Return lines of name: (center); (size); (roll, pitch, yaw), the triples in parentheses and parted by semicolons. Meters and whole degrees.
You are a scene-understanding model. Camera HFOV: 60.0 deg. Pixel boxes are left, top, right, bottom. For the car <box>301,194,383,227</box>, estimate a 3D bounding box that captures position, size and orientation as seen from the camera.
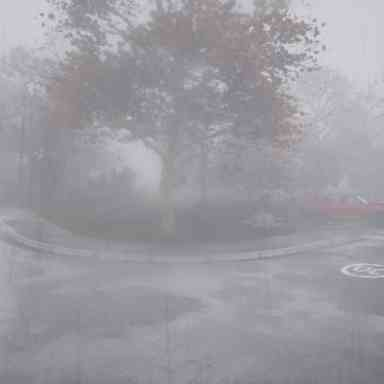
car: (10.051, 1.125, 21.671); (5.566, 2.045, 2.435); (-1, -1, 31)
